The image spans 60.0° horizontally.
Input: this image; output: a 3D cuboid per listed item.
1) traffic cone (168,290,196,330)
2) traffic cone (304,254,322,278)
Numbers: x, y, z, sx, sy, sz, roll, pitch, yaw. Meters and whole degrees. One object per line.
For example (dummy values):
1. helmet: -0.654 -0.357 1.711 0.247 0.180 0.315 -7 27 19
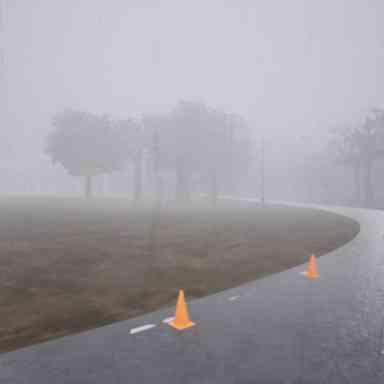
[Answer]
1. traffic cone: -0.174 1.982 5.714 0.340 0.580 0.340 0 0 -41
2. traffic cone: 3.258 1.964 8.960 0.340 0.580 0.340 0 0 44
